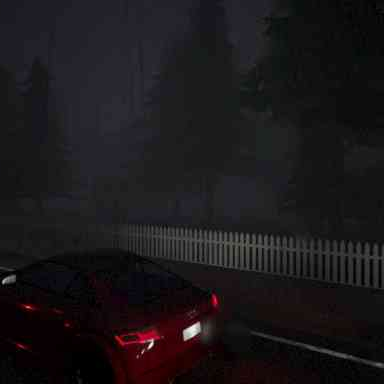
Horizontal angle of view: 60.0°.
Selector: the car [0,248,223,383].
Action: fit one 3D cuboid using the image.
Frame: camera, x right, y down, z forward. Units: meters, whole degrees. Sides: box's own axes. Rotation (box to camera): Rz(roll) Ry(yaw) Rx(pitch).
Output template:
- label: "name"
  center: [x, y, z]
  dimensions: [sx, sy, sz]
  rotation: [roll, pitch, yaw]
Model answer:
- label: "car"
  center: [-1.644, 1.564, 4.963]
  dimensions: [4.181, 1.385, 1.994]
  rotation: [0, 0, 35]
